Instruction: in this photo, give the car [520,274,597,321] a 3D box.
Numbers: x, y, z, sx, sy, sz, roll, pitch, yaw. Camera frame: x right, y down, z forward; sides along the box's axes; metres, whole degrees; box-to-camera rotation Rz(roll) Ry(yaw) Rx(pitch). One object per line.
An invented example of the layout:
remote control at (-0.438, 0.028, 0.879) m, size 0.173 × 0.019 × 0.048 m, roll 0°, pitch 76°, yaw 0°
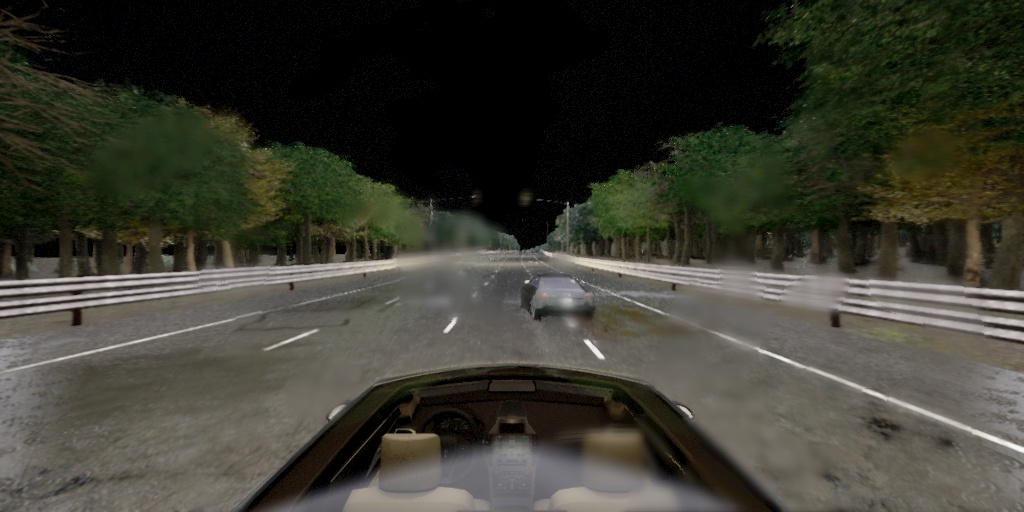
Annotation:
car at (1.446, 1.314, 12.508) m, size 1.994 × 1.385 × 4.181 m, roll 0°, pitch 0°, yaw -6°
